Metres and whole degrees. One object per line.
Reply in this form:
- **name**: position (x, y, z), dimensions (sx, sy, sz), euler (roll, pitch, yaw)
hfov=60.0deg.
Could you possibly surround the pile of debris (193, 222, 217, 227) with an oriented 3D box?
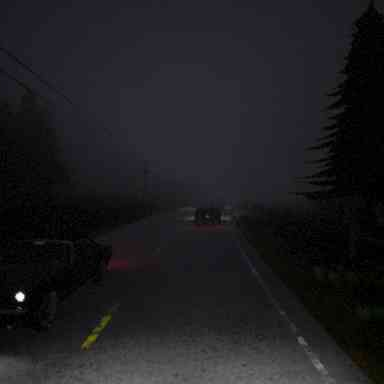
- **pile of debris**: position (0.897, 2.190, 22.389), dimensions (1.500, 0.140, 1.860), euler (0, 0, 4)

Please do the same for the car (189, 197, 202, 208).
- **car**: position (0.842, 1.509, 49.291), dimensions (1.882, 1.535, 5.008), euler (0, 0, 9)

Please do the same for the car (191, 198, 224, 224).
- **car**: position (1.264, 1.494, 25.089), dimensions (1.882, 1.535, 5.008), euler (0, 0, 5)

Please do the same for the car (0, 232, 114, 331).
- **car**: position (-3.157, 1.602, 6.991), dimensions (1.895, 1.301, 4.718), euler (0, 0, 2)

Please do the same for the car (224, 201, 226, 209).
- **car**: position (3.277, 1.521, 42.800), dimensions (2.128, 1.511, 4.902), euler (0, 0, 8)
